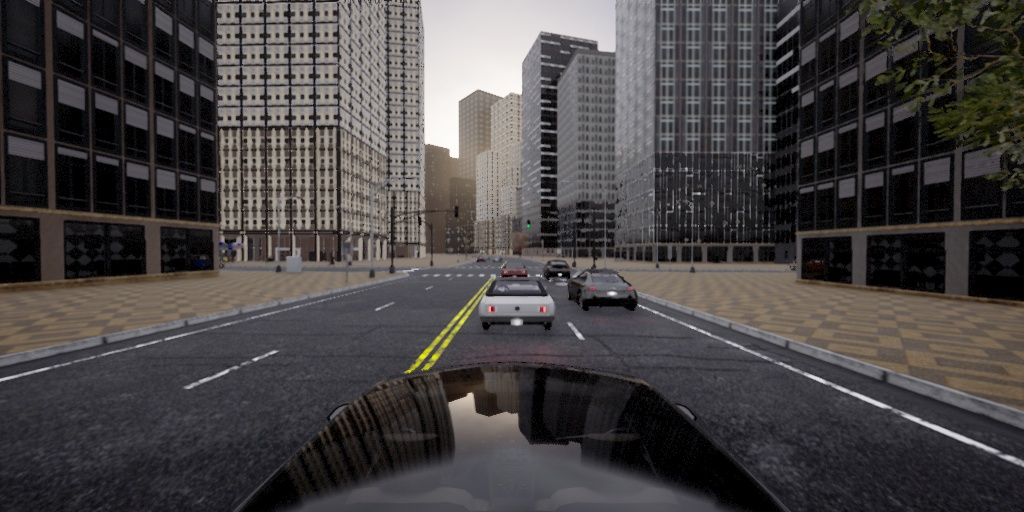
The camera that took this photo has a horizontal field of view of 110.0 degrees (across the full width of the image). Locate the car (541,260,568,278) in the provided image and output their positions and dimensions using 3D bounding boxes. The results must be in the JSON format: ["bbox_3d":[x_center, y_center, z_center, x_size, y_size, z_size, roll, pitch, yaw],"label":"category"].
[{"bbox_3d":[3.444,1.062,28.003,1.837,1.490,4.892,0,0,0],"label":"car"}]

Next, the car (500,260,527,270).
[{"bbox_3d":[0.191,1.164,27.378,1.895,1.301,4.718,0,0,0],"label":"car"}]

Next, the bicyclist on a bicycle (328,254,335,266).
[{"bbox_3d":[-24.540,0.536,48.712,0.582,1.620,1.656,0,1,2],"label":"bicyclist on a bicycle"}]

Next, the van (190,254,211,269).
[{"bbox_3d":[-33.809,0.708,37.662,3.998,1.789,1.690,0,0,2],"label":"van"}]

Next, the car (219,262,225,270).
[{"bbox_3d":[-34.931,0.847,40.281,4.674,1.442,1.812,0,1,2],"label":"car"}]

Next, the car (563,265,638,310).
[{"bbox_3d":[3.394,1.226,14.138,1.994,1.385,4.181,0,0,0],"label":"car"}]

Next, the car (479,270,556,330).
[{"bbox_3d":[0.131,1.287,10.819,1.895,1.301,4.718,0,0,0],"label":"car"}]

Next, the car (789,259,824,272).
[{"bbox_3d":[35.189,1.077,41.817,5.008,1.535,1.882,0,1,2],"label":"car"}]
